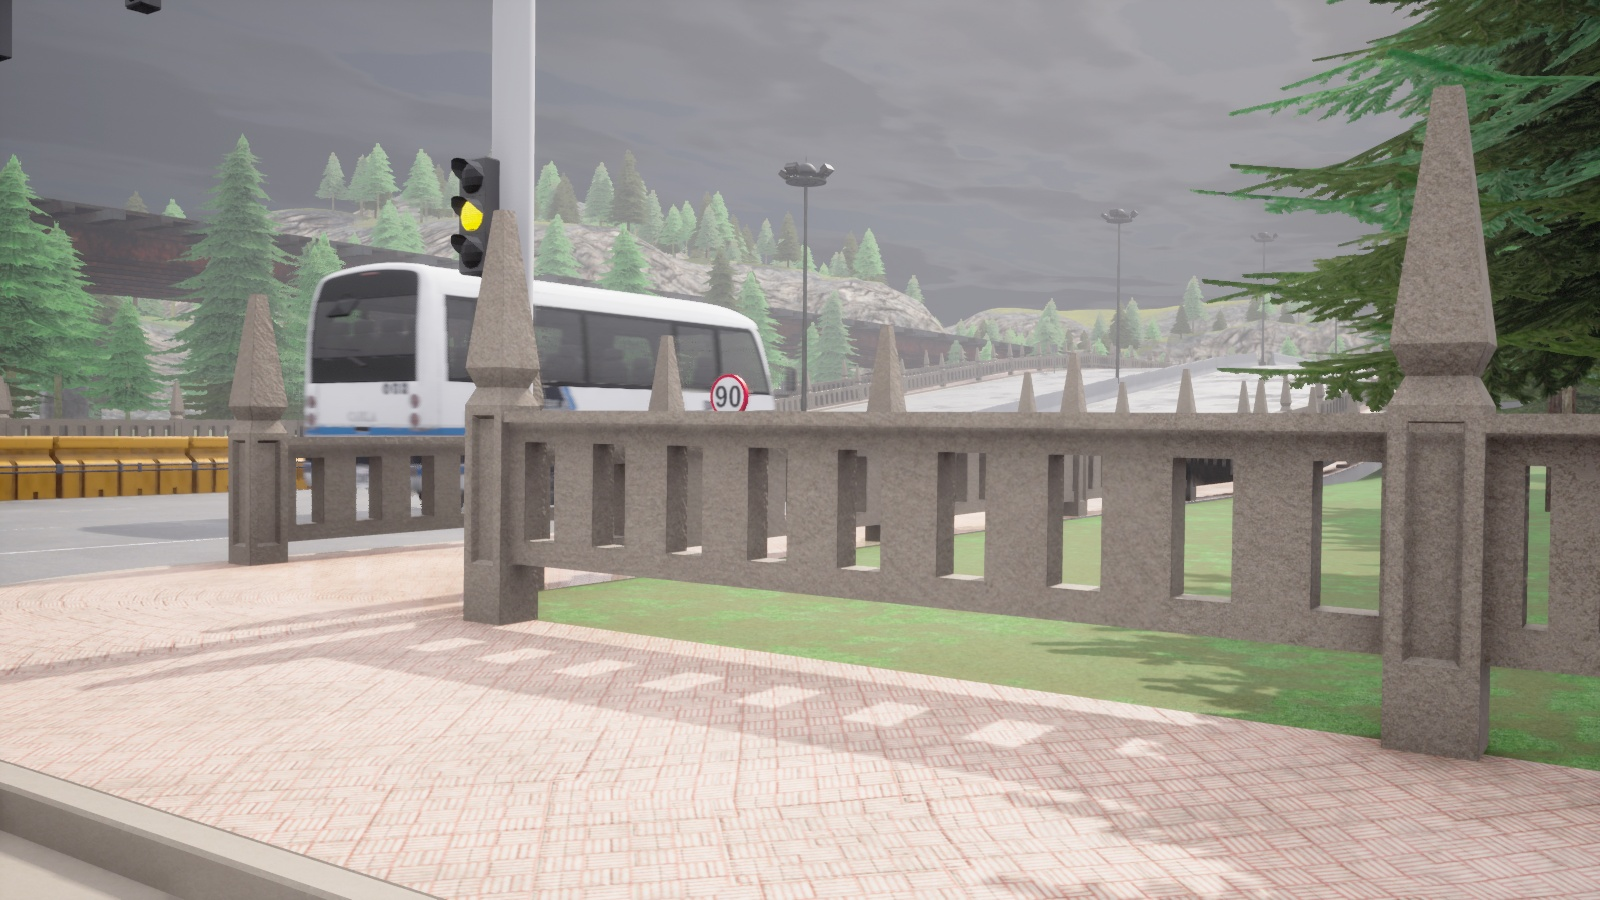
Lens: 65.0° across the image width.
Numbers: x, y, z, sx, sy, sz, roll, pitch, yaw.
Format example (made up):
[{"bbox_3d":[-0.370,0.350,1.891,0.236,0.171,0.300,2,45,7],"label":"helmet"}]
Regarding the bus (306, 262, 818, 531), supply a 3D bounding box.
[{"bbox_3d":[-4.118,-0.952,25.192,3.944,4.253,10.273,0,1,34],"label":"bus"}]
